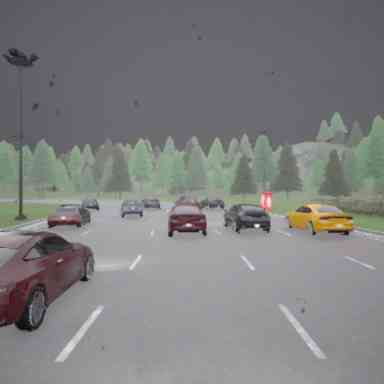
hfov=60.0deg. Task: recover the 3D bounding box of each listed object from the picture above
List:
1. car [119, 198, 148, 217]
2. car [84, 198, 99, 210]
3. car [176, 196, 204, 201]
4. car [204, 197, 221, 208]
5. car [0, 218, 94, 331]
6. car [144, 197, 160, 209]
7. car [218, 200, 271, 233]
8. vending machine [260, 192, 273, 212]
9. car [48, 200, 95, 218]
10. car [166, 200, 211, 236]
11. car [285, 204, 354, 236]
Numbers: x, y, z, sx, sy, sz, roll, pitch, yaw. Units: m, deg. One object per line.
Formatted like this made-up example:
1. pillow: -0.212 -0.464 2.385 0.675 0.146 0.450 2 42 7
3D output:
1. car: -5.565 1.426 30.109 2.033 1.411 5.357 0 0 -15
2. car: -12.360 1.401 40.134 1.994 1.385 4.181 0 0 -20
3. car: -0.619 1.199 37.892 2.097 1.767 4.553 0 0 -16
4. car: 2.339 1.343 40.301 1.837 1.490 4.892 1 0 -18
5. car: -3.413 1.498 6.656 1.812 1.442 4.674 0 0 -1
6. car: -5.226 1.326 40.973 2.128 1.511 4.902 0 0 -19
7. car: 3.026 1.428 19.129 1.837 1.490 4.892 1 0 -6
8. vending machine: 7.934 1.053 35.323 1.100 2.100 0.880 0 0 -14
9. car: -7.793 1.477 21.419 1.994 1.385 4.181 0 0 -7
10. car: -0.387 1.405 18.047 1.882 1.535 5.008 0 0 -5
11. car: 6.638 1.406 17.899 1.882 1.535 5.008 0 0 -5
